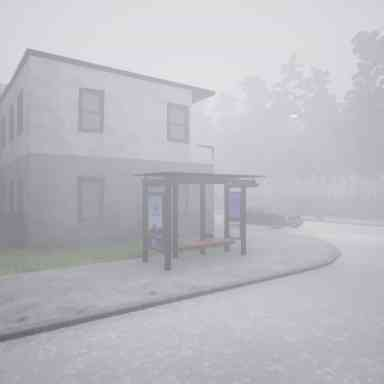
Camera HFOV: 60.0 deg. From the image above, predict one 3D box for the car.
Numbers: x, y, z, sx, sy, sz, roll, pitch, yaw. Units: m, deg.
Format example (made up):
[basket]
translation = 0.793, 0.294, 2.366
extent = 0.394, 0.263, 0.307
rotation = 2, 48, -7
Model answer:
[car]
translation = 4.755, 1.601, 21.259
extent = 1.895, 1.301, 4.718
rotation = 0, 0, -36
